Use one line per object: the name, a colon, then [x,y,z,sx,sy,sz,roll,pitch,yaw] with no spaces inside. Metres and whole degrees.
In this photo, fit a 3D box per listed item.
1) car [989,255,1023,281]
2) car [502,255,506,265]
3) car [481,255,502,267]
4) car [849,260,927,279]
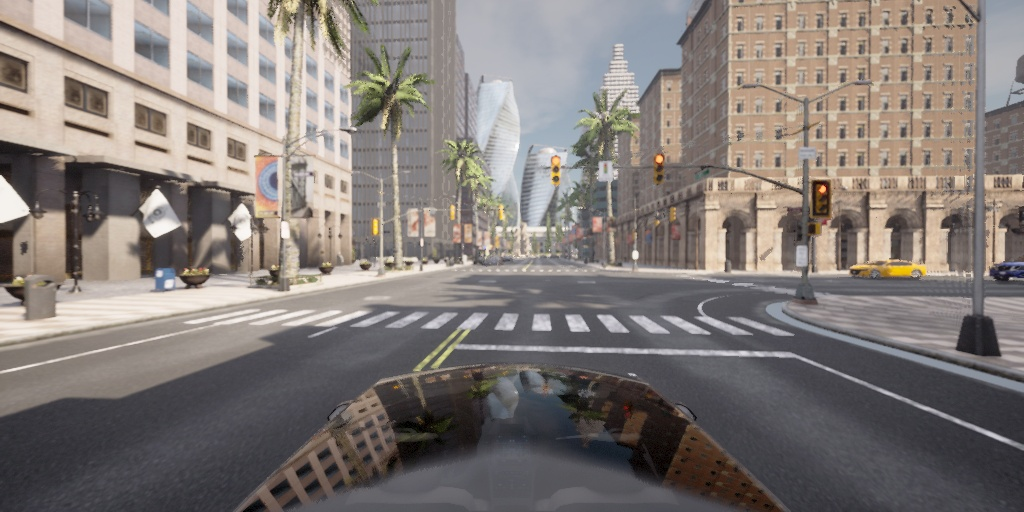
car: [38.156,0.863,25.669,5.566,2.045,2.150,0,0,4]
car: [-2.606,0.860,59.509,1.812,1.442,4.674,0,2,5]
car: [-3.064,0.904,54.814,1.994,1.385,4.181,0,0,4]
car: [31.033,1.076,29.717,5.008,1.535,1.882,0,0,4]
